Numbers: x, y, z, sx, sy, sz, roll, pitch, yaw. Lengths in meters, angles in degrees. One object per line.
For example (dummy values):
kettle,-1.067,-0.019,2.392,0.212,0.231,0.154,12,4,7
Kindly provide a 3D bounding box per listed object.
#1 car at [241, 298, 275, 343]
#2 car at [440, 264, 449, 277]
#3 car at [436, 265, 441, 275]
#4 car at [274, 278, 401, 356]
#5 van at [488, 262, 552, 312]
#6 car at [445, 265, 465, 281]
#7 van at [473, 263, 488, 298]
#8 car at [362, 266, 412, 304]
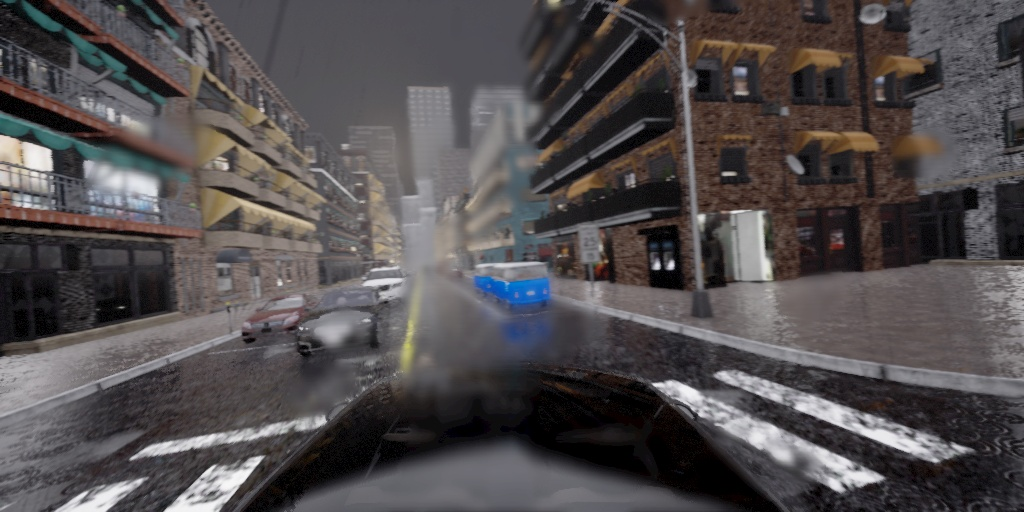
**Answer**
car,-7.750,2.022,12.678,1.802,1.307,4.207,0,0,-14
car,-9.158,2.337,52.884,1.751,1.417,4.829,0,0,-14
car,-11.817,2.413,63.589,2.192,1.841,5.009,0,0,-14
car,-4.604,1.664,10.380,2.128,1.511,4.902,-4,0,-14
van,0.331,1.150,14.672,1.690,1.789,3.998,0,0,-14
car,-6.418,2.107,41.849,1.802,1.307,4.207,0,0,-14
van,-1.018,1.293,20.108,1.690,1.789,3.998,0,0,-14
car,-7.216,1.668,20.765,2.150,2.045,5.566,-4,0,-14
